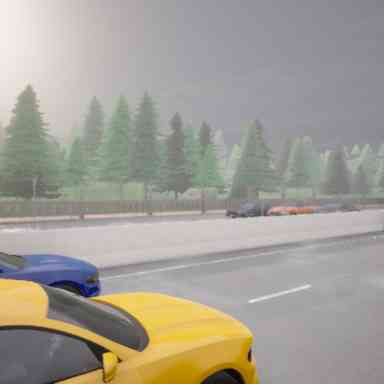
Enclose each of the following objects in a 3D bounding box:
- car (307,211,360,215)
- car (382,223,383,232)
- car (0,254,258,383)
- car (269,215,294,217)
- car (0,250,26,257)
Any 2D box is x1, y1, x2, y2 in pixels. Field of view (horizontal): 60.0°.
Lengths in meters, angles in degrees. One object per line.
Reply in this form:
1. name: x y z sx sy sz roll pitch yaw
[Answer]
1. car: 10.365 1.592 24.275 4.892 1.490 1.837 0 0 -35
2. car: 11.250 1.672 16.065 4.718 1.301 1.895 0 0 -35
3. car: -1.644 1.478 2.572 5.008 1.535 1.882 0 0 -35
4. car: 8.225 1.439 27.048 4.553 1.767 2.097 0 0 -35
5. car: -3.973 1.477 5.211 5.008 1.535 1.882 0 0 -35
